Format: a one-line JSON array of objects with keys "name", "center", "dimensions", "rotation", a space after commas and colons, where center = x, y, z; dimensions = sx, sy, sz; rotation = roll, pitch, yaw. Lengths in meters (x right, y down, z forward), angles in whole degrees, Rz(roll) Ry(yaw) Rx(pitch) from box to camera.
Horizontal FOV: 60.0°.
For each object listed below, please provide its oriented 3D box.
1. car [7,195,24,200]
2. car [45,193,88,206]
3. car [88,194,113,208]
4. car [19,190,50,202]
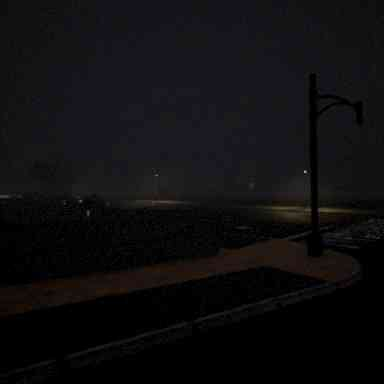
[{"name": "car", "center": [-24.254, 0.592, 44.011], "dimensions": [4.718, 1.301, 1.895], "rotation": [1, 2, 44]}, {"name": "car", "center": [-12.694, 0.916, 32.944], "dimensions": [4.553, 1.767, 2.097], "rotation": [1, 2, 43]}, {"name": "car", "center": [-10.225, 0.984, 35.084], "dimensions": [4.902, 1.511, 2.128], "rotation": [1, 2, 43]}, {"name": "car", "center": [-22.017, 0.524, 46.368], "dimensions": [5.357, 1.411, 2.033], "rotation": [1, 2, 44]}]
